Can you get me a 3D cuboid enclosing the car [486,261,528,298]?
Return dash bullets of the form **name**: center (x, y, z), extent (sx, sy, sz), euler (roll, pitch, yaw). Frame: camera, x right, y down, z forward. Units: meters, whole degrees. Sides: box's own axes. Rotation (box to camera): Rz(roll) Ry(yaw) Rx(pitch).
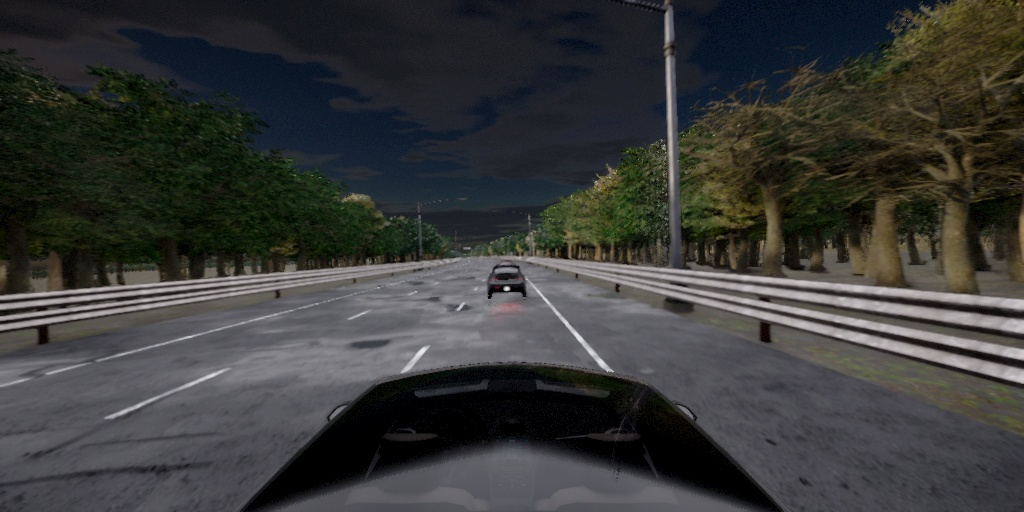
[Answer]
- **car**: center (-0.268, 1.193, 18.212), extent (1.837, 1.490, 4.892), euler (-2, 0, -1)
